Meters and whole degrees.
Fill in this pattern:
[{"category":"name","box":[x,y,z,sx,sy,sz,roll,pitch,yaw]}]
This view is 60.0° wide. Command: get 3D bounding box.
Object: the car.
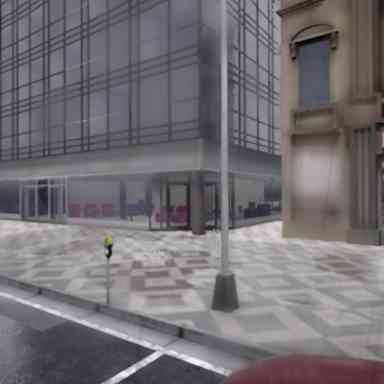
[{"category":"car","box":[1.946,1.574,1.572,4.206,1.307,1.802,-1,0,36]}]
